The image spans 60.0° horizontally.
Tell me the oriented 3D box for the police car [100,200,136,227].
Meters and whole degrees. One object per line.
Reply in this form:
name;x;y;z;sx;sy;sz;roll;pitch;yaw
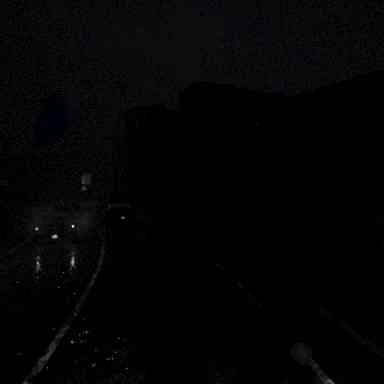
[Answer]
police car;-5.299;1.419;23.275;1.930;1.638;5.238;-2;1;-22

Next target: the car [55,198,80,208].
car;-15.026;1.544;39.857;2.097;1.767;4.553;-3;1;-33

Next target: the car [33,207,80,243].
car;-6.583;1.656;16.374;1.895;1.301;4.718;-2;0;-19
